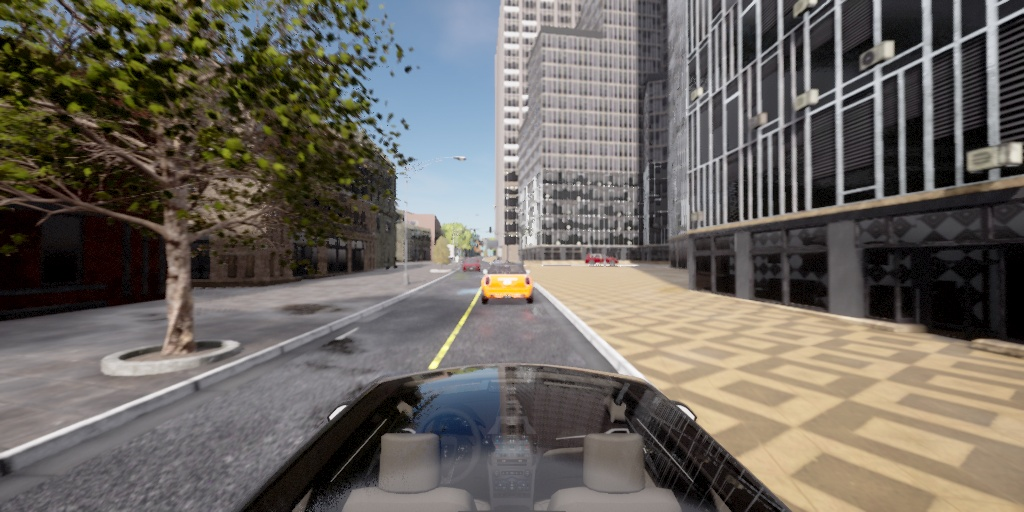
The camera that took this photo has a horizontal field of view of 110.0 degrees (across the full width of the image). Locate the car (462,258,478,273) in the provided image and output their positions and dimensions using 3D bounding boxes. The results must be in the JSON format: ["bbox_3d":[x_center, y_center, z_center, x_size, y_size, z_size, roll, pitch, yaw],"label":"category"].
[{"bbox_3d":[-4.311,0.982,38.766,1.882,1.535,5.008,0,0,-4],"label":"car"}]

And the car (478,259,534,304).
[{"bbox_3d":[-0.231,1.009,15.935,2.097,1.767,4.553,0,0,-2],"label":"car"}]

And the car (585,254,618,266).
[{"bbox_3d":[13.573,0.583,54.583,5.009,1.841,2.192,0,0,15],"label":"car"}]
